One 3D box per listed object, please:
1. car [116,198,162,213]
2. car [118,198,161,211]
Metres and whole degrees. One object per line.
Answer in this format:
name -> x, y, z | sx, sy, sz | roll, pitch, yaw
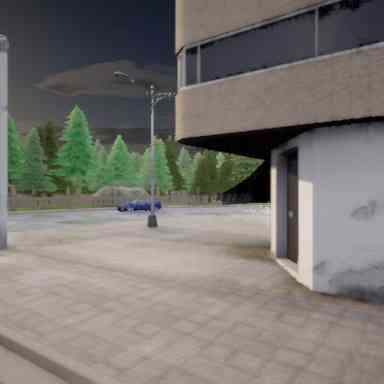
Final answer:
car -> -5.602, 1.400, 35.258 | 5.008, 1.535, 1.882 | 0, 0, -39
car -> -6.149, 1.445, 39.267 | 4.674, 1.442, 1.812 | 0, 0, -36
